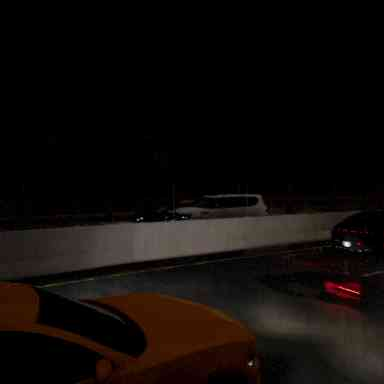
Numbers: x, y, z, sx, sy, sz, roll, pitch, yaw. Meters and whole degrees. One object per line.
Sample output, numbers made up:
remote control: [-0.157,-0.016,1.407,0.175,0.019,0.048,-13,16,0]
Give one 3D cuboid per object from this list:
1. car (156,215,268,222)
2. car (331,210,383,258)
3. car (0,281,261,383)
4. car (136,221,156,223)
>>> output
car: [1.324,1.122,16.902,5.566,2.045,2.150,0,0,-29]
car: [7.130,1.408,11.820,4.892,1.490,1.837,0,0,-28]
car: [-1.654,1.471,2.468,5.008,1.535,1.882,0,0,-35]
car: [-1.330,1.424,19.390,4.674,1.442,1.812,0,0,-29]
